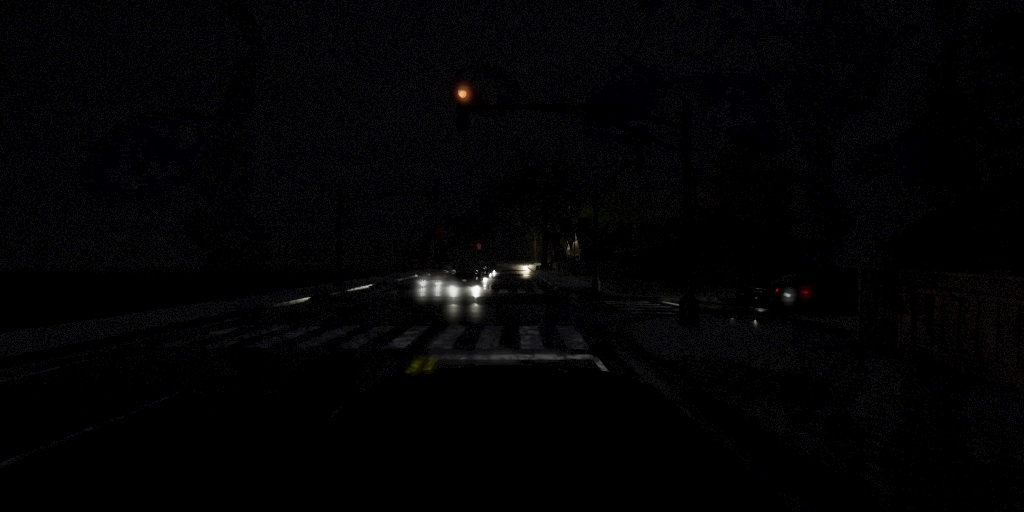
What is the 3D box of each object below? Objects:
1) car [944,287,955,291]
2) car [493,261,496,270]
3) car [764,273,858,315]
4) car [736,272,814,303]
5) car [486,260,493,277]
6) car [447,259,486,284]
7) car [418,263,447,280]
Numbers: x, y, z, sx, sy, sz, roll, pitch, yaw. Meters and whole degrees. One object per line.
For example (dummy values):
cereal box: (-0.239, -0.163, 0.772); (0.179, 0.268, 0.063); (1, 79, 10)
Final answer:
car: (22.953, 1.739, 16.913); (5.357, 1.411, 2.033); (1, -2, -3)
car: (-3.335, 1.282, 44.635); (1.812, 1.442, 4.674); (0, 0, 0)
car: (12.479, 1.498, 13.669); (4.181, 1.385, 1.994); (1, -2, -2)
car: (13.065, 1.508, 16.544); (5.008, 1.535, 1.882); (1, -2, -2)
car: (-3.343, 1.108, 35.676); (2.097, 1.767, 4.553); (0, 0, 0)
car: (-3.305, 1.109, 26.847); (2.097, 1.767, 4.553); (0, 0, -1)
car: (-6.596, 1.320, 30.581); (1.994, 1.385, 4.181); (0, 0, 0)
